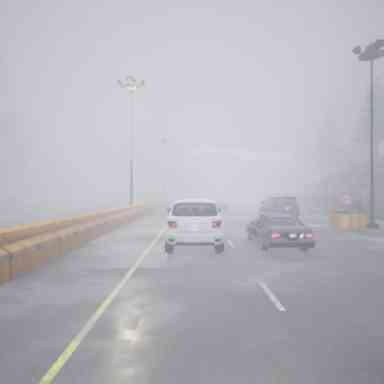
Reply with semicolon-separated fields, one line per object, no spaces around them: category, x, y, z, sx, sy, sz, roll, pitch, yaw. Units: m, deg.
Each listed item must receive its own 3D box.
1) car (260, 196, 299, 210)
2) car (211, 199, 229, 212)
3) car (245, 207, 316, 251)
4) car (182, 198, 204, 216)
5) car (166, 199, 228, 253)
car;7.081;1.354;27.381;2.150;2.045;5.566;0;0;0
car;3.546;1.731;42.798;1.812;1.442;4.674;0;0;0
car;3.593;1.617;14.390;2.033;1.411;5.357;0;0;0
car;0.076;1.519;34.881;2.097;1.767;4.553;0;0;0
car;0.092;1.292;14.230;2.150;2.045;5.566;0;0;0
